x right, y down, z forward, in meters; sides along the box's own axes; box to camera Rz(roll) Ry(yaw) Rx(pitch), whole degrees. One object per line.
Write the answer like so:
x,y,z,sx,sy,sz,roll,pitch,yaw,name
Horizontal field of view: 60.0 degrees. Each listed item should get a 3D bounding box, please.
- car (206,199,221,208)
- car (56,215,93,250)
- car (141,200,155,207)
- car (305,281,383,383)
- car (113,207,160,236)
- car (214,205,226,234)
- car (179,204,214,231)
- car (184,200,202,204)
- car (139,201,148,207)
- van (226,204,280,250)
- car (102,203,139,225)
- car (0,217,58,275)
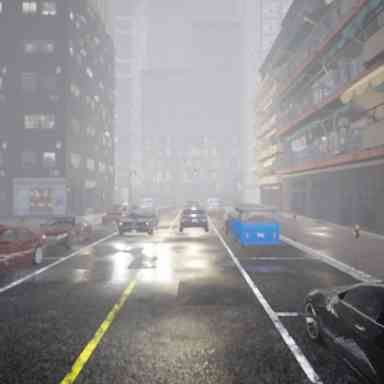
2.695,1.874,37.419,1.752,1.417,4.829,-1,-1,0,car
-5.694,1.720,14.873,1.802,1.307,4.206,-1,-1,0,car
-5.686,1.897,37.281,2.008,1.369,4.403,-1,-1,0,car
2.681,1.601,3.637,1.947,1.339,4.313,-1,-1,0,car
-3.072,1.785,19.835,1.895,1.301,4.718,0,-1,0,car
2.688,1.741,20.444,2.008,1.369,4.403,-1,-1,0,car
0.109,1.753,22.074,2.033,1.411,5.357,0,-1,0,car
0.116,1.727,40.124,2.097,1.767,4.553,0,0,0,car
-5.688,1.860,31.678,1.947,1.339,4.313,-1,-1,0,car
2.682,1.479,14.843,1.690,1.788,3.998,-1,-1,0,van
-5.692,1.682,26.078,1.967,1.590,4.097,-1,-1,0,car
-5.698,1.631,9.272,1.887,1.381,4.507,-1,-1,0,car
